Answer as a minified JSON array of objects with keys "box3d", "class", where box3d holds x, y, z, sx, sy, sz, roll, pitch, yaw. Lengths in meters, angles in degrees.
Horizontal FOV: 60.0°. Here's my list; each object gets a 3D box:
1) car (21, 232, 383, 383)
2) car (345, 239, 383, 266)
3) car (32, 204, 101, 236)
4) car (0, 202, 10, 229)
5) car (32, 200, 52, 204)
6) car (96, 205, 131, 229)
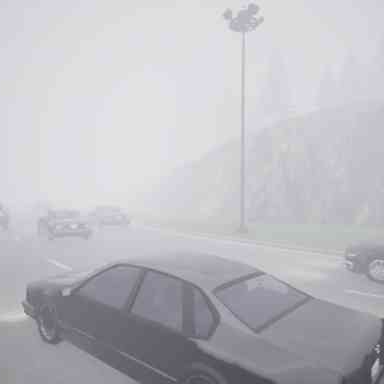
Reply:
[{"box3d":[-0.314,1.565,4.528,5.357,1.411,2.033,0,0,40],"class":"car"},{"box3d":[6.430,1.582,8.179,4.892,1.490,1.837,0,0,35],"class":"car"},{"box3d":[-6.513,1.566,16.707,2.033,1.411,5.357,0,0,-32],"class":"car"},{"box3d":[-12.675,1.342,20.893,2.097,1.767,4.553,1,0,-28],"class":"car"},{"box3d":[-16.271,1.546,36.105,1.812,1.442,4.674,0,0,-25],"class":"car"},{"box3d":[-5.652,1.592,22.137,2.033,1.411,5.357,0,0,-28],"class":"car"}]
